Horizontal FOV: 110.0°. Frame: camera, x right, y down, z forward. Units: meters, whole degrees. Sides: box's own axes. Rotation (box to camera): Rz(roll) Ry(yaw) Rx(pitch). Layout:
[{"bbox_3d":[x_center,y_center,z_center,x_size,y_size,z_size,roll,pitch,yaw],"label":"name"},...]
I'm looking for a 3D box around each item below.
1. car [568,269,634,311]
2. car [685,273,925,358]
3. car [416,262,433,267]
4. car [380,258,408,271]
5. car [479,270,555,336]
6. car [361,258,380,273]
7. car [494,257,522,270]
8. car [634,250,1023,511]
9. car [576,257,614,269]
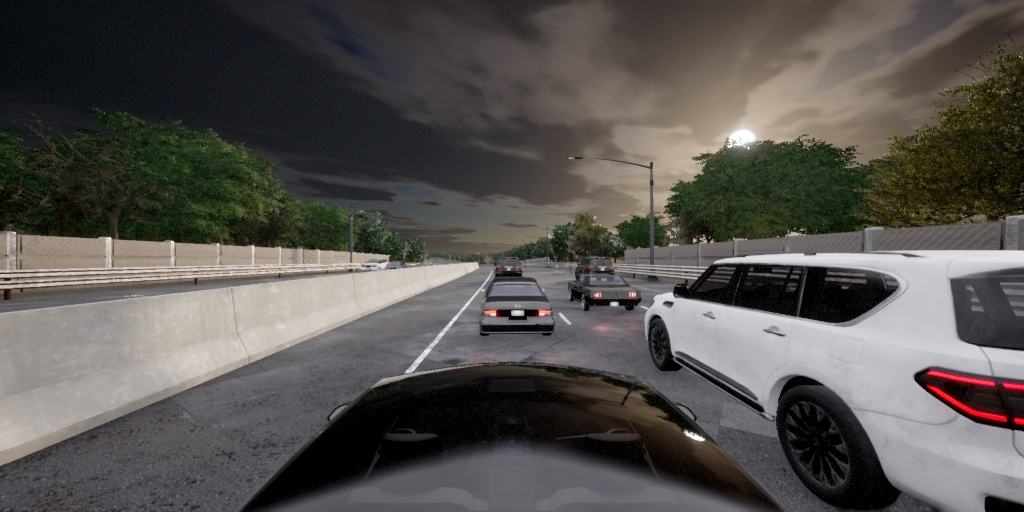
[{"bbox_3d":[3.484,1.365,14.502,1.895,1.301,4.718,0,0,-1],"label":"car"},{"bbox_3d":[7.052,1.299,9.722,2.033,1.411,5.357,0,0,-2],"label":"car"},{"bbox_3d":[-11.623,1.588,47.515,2.128,1.511,4.902,0,-1,-2],"label":"car"},{"bbox_3d":[-15.096,1.440,46.738,2.097,1.767,4.553,0,-1,-2],"label":"car"},{"bbox_3d":[0.053,1.300,10.355,2.033,1.411,5.357,0,0,-2],"label":"car"},{"bbox_3d":[-18.691,1.338,49.090,2.150,2.045,5.566,0,-1,-2],"label":"car"},{"bbox_3d":[-0.313,1.116,29.448,2.150,2.045,5.566,0,-1,-1],"label":"car"},{"bbox_3d":[3.569,0.972,4.475,2.150,2.045,5.566,0,0,1],"label":"car"},{"bbox_3d":[6.689,1.114,29.420,2.150,2.045,5.566,0,-1,-1],"label":"car"}]
